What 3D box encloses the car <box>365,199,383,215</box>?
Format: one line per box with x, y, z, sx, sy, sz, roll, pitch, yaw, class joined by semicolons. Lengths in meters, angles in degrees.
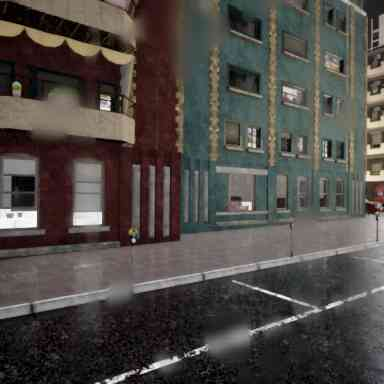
15.666;1.240;32.182;2.192;1.841;5.009;1;0;-36;car
